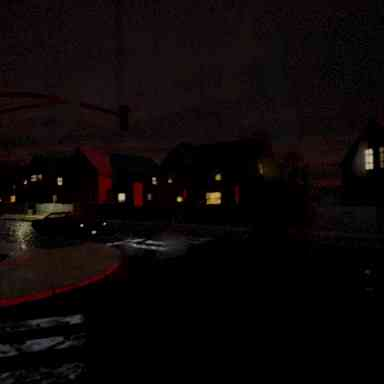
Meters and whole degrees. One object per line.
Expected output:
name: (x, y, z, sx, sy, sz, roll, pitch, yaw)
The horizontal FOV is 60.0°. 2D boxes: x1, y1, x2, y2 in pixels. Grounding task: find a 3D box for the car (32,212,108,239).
car: (-6.848, 1.799, 18.581, 4.718, 1.301, 1.895, -1, -1, 36)
